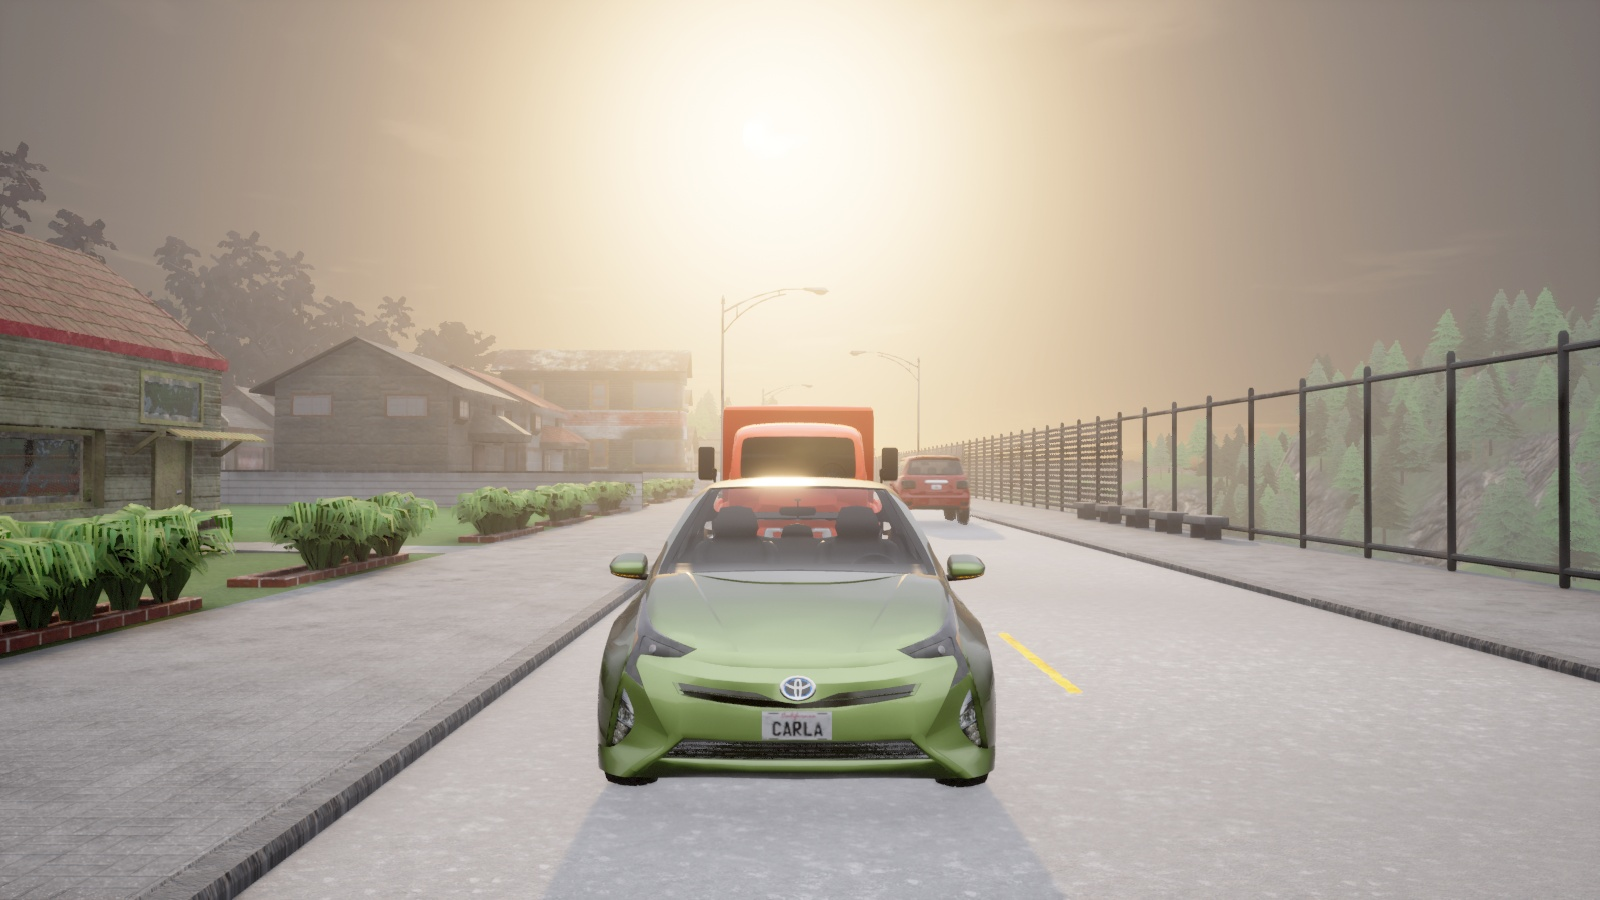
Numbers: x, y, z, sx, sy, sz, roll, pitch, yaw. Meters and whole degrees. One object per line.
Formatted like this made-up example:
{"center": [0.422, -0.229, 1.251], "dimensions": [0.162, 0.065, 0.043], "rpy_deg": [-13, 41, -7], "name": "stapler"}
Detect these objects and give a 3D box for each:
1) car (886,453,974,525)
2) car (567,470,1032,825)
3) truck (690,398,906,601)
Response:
{"center": [3.937, 1.171, 39.022], "dimensions": [2.150, 2.045, 5.566], "rpy_deg": [0, -1, 0], "name": "car"}
{"center": [-0.009, 0.890, 7.693], "dimensions": [2.007, 1.525, 4.514], "rpy_deg": [0, -1, 0], "name": "car"}
{"center": [-0.026, 0.619, 17.901], "dimensions": [2.627, 2.467, 5.204], "rpy_deg": [0, 0, 0], "name": "truck"}
